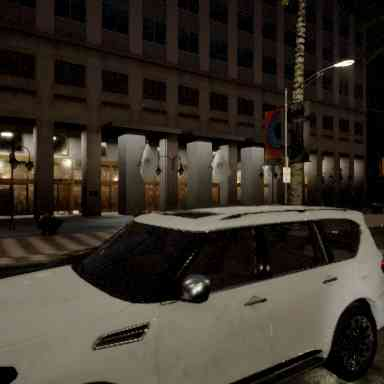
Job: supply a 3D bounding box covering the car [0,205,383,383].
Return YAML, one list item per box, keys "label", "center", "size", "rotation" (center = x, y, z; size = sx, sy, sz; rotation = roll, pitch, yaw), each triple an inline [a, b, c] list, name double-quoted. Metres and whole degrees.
- label: "car"
  center: [0.117, 1.221, 4.004]
  size: [5.566, 2.045, 2.150]
  rotation: [0, 0, -33]

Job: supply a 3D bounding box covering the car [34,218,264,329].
- label: "car"
  center: [-0.786, 1.505, 7.581]
  size: [4.892, 1.490, 1.837]
  rotation: [0, 0, -33]
